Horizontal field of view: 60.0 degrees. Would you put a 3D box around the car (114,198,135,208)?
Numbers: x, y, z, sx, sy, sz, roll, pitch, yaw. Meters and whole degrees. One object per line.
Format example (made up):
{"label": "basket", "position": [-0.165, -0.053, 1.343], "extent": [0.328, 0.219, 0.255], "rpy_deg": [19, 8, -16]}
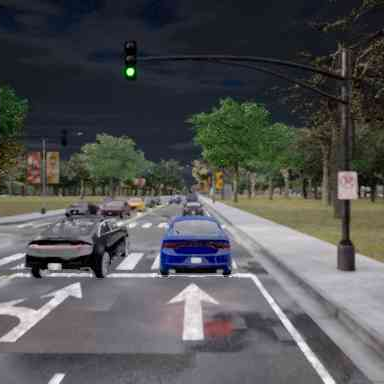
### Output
{"label": "car", "position": [-9.798, 1.565, 48.695], "extent": [2.033, 1.411, 5.357], "rpy_deg": [0, 0, 0]}

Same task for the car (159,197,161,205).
{"label": "car", "position": [-6.491, 1.534, 58.447], "extent": [1.837, 1.490, 4.892], "rpy_deg": [0, 0, 0]}

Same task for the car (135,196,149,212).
{"label": "car", "position": [-6.588, 1.487, 38.828], "extent": [1.882, 1.535, 5.008], "rpy_deg": [0, 0, 0]}

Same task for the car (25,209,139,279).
{"label": "car", "position": [-3.149, 1.492, 10.049], "extent": [2.128, 1.511, 4.902], "rpy_deg": [0, 0, 0]}

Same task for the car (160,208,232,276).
{"label": "car", "position": [0.100, 1.478, 10.427], "extent": [1.882, 1.535, 5.008], "rpy_deg": [0, 0, 0]}

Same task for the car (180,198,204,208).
{"label": "car", "position": [0.105, 1.531, 30.366], "extent": [1.812, 1.442, 4.674], "rpy_deg": [0, 0, 0]}

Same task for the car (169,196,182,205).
{"label": "car", "position": [-3.233, 1.558, 61.048], "extent": [1.812, 1.442, 4.674], "rpy_deg": [0, 0, 0]}

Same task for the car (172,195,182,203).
{"label": "car", "position": [-3.239, 1.522, 70.941], "extent": [1.882, 1.535, 5.008], "rpy_deg": [0, 0, 0]}

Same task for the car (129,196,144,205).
{"label": "car", "position": [-9.741, 1.534, 58.864], "extent": [1.837, 1.490, 4.892], "rpy_deg": [0, 0, 0]}

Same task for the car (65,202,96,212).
{"label": "car", "position": [-9.841, 1.569, 29.957], "extent": [1.994, 1.385, 4.181], "rpy_deg": [0, 0, 1]}

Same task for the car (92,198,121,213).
{"label": "car", "position": [-9.834, 1.501, 38.877], "extent": [2.128, 1.511, 4.902], "rpy_deg": [0, 0, 0]}

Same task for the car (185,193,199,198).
{"label": "car", "position": [0.011, 1.252, 59.442], "extent": [2.150, 2.045, 5.566], "rpy_deg": [0, 0, 0]}

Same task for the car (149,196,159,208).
{"label": "car", "position": [-6.552, 1.509, 48.400], "extent": [2.128, 1.511, 4.902], "rpy_deg": [0, 0, 0]}

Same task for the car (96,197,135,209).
{"label": "car", "position": [-6.592, 1.482, 29.248], "extent": [1.882, 1.535, 5.008], "rpy_deg": [0, 0, 0]}
